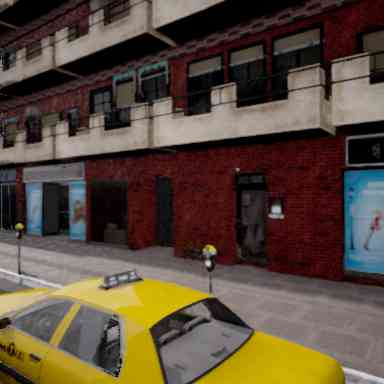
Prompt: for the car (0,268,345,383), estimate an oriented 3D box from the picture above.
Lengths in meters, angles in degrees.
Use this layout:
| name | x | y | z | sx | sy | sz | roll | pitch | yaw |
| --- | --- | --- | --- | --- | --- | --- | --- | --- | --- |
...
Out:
| name | x | y | z | sx | sy | sz | roll | pitch | yaw |
| --- | --- | --- | --- | --- | --- | --- | --- | --- | --- |
| car | -0.957 | 1.513 | 3.582 | 4.829 | 1.417 | 1.752 | 0 | -1 | 36 |
